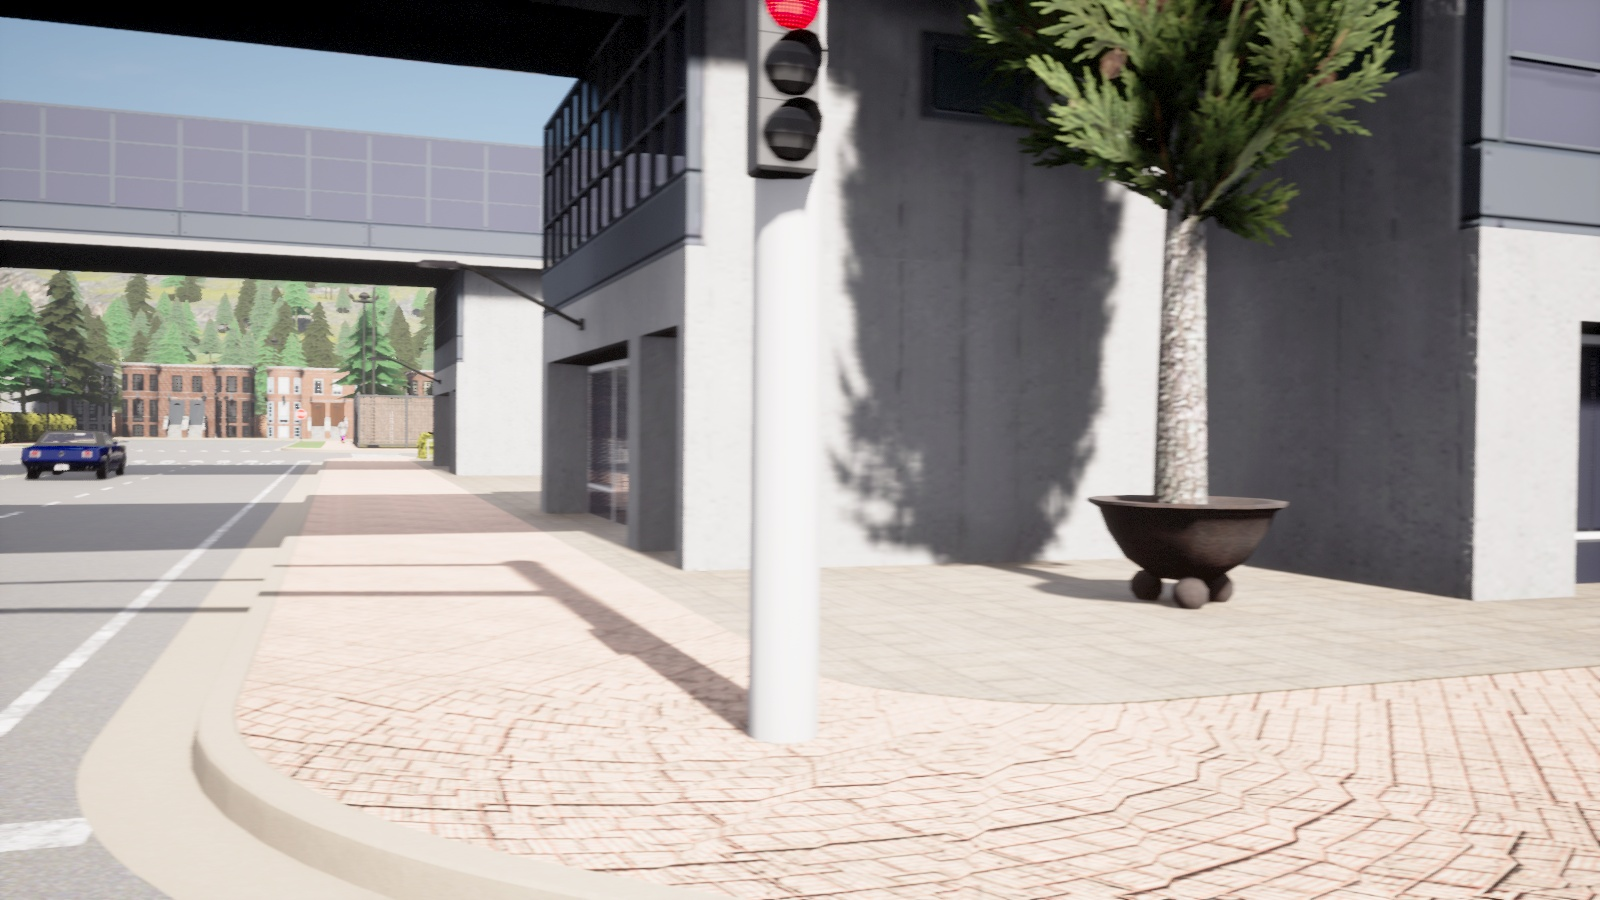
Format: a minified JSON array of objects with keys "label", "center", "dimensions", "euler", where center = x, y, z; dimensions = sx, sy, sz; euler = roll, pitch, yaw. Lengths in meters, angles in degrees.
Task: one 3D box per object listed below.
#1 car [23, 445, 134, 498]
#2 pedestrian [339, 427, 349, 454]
[{"label":"car","center":[-20.006,0.545,35.017],"dimensions":[1.895,1.301,4.718],"euler":[-1,1,-20]},{"label":"pedestrian","center":[-33.389,-0.688,91.872],"dimensions":[0.659,1.952,0.873],"euler":[-1,1,-20]}]
